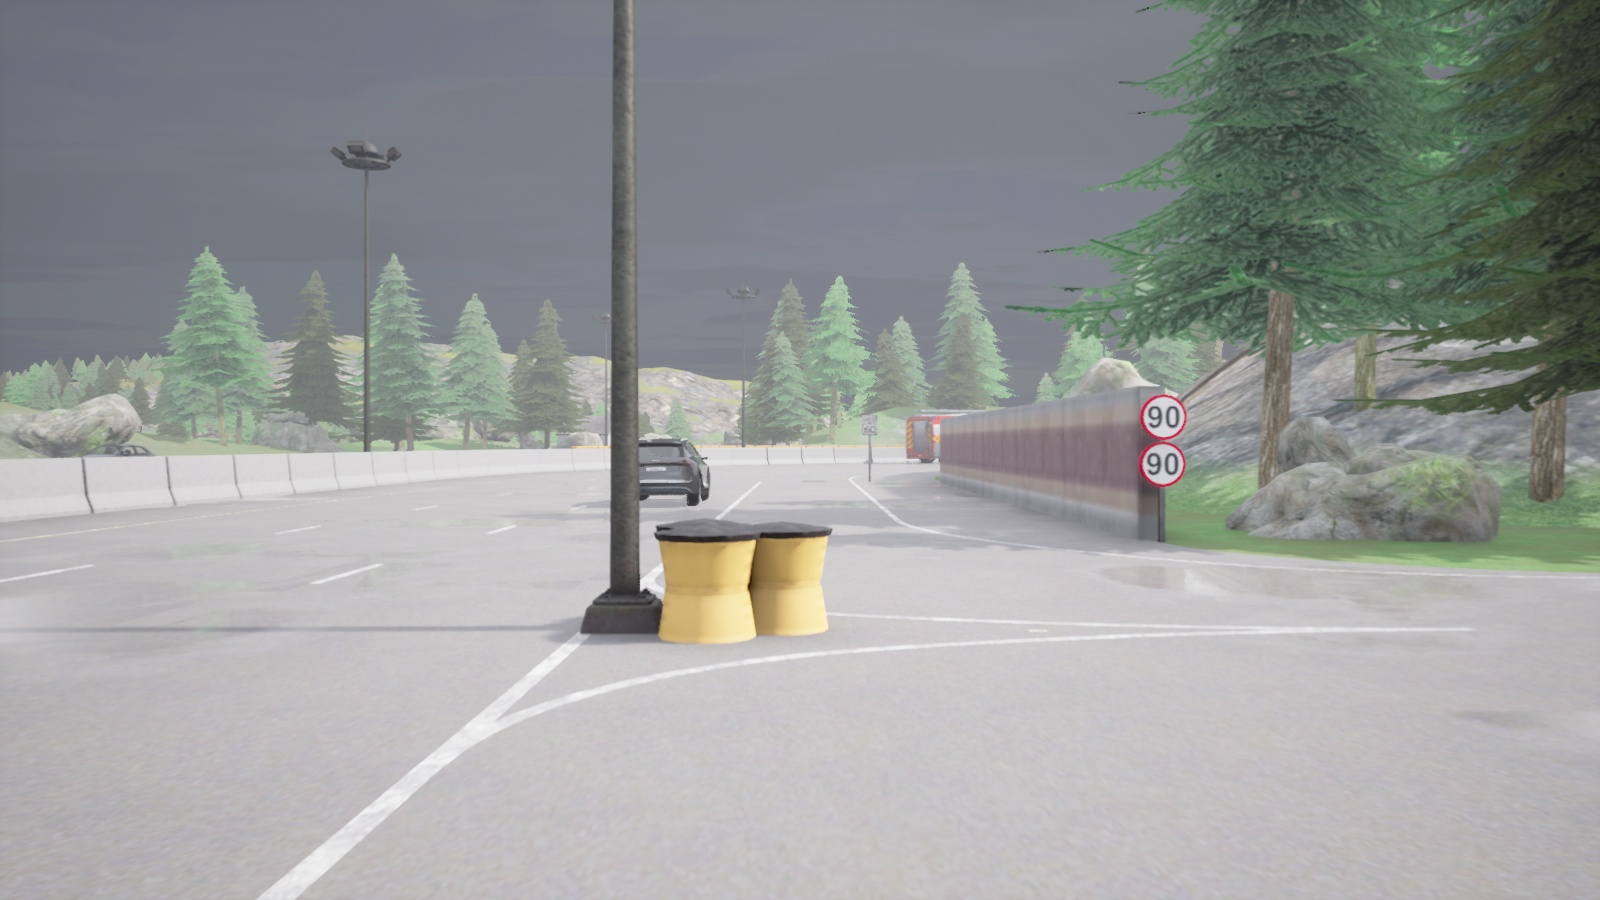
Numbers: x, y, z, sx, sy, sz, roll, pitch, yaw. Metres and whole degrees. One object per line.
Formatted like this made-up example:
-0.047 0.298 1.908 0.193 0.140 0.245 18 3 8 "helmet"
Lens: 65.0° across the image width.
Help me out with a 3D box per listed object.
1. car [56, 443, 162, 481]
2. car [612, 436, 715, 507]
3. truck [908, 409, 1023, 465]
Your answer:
-27.700 0.455 50.487 1.816 1.474 4.193 0 0 2 "car"
-3.339 0.496 31.613 2.033 1.649 4.856 0 0 0 "car"
11.944 -0.949 90.229 8.468 3.827 2.891 -1 0 -36 "truck"
